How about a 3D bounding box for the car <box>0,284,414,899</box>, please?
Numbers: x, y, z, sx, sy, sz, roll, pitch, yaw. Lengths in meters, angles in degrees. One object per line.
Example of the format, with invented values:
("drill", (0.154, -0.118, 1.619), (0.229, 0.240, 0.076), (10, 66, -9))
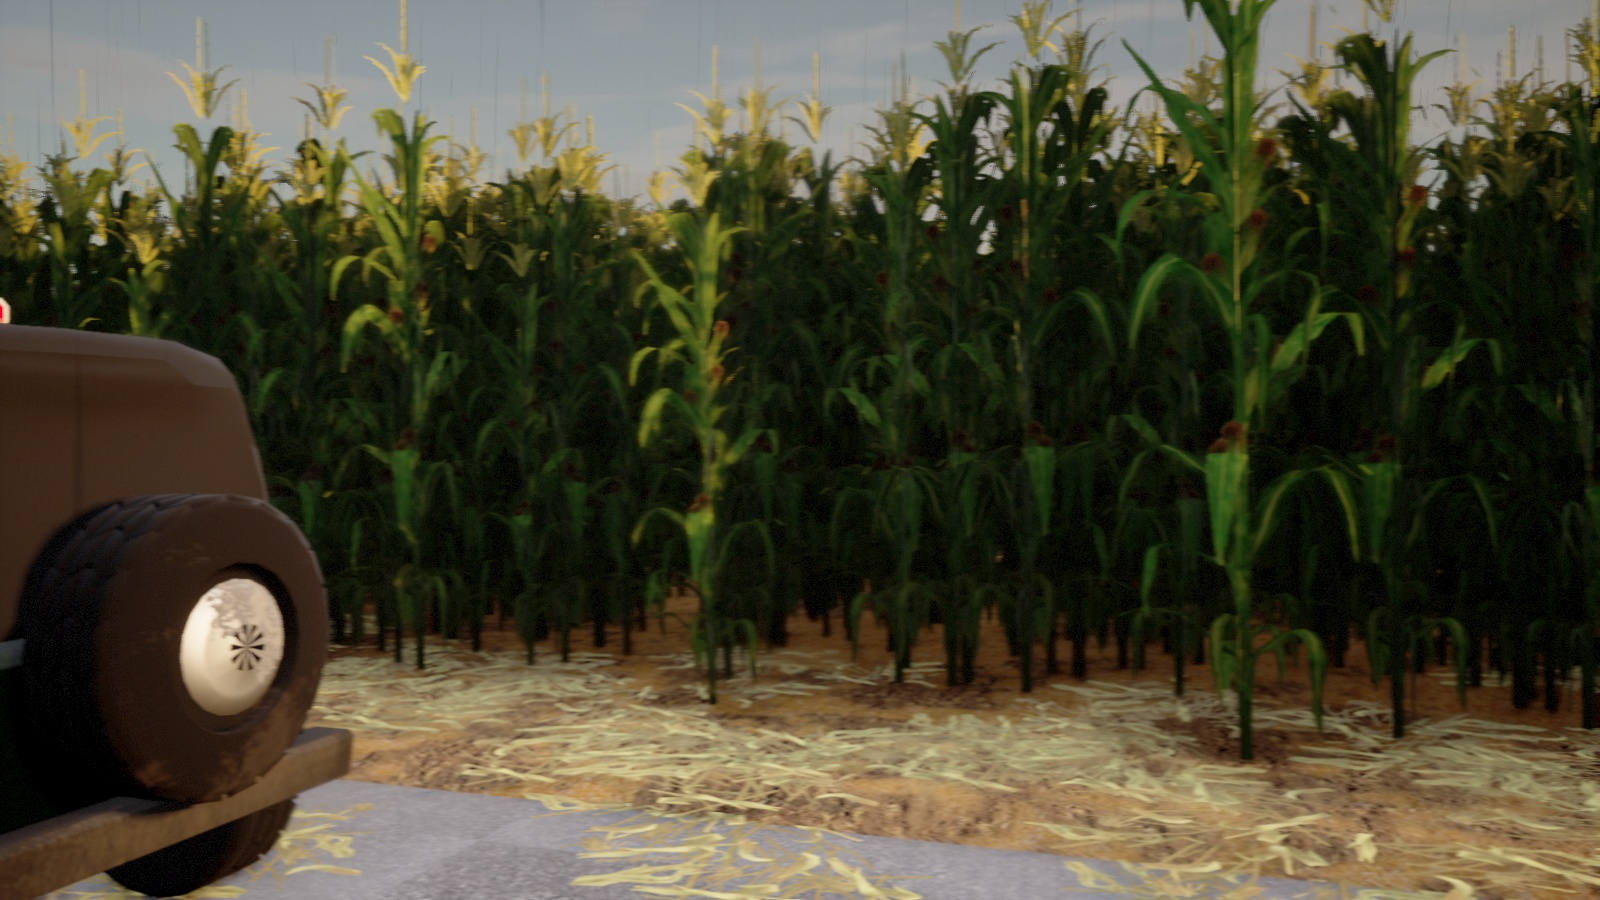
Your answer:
("car", (-3.438, 0.544, 3.944), (3.866, 1.878, 1.905), (1, 1, 19))
